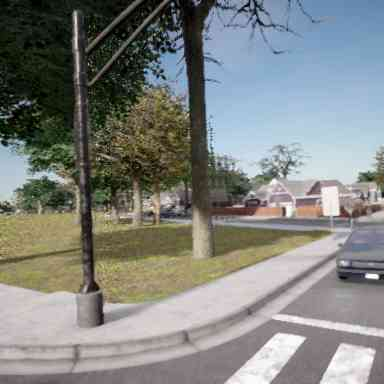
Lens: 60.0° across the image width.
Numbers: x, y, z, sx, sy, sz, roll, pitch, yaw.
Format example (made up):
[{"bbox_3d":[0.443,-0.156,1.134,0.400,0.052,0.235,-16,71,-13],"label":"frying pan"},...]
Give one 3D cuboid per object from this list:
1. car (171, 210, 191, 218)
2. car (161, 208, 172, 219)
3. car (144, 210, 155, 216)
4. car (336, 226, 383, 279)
[{"bbox_3d":[-1.763,4.382,66.663,2.128,1.511,4.902,-2,-2,-25],"label":"car"},{"bbox_3d":[-5.041,4.298,67.039,2.150,2.045,5.566,-2,-2,-25],"label":"car"},{"bbox_3d":[-11.129,5.523,86.325,1.837,1.490,4.892,-2,-2,-25],"label":"car"},{"bbox_3d":[6.053,1.851,10.941,2.033,1.411,5.357,-5,-3,31],"label":"car"}]
